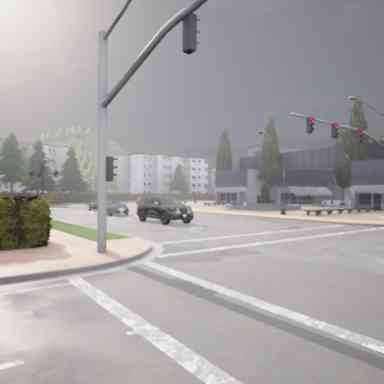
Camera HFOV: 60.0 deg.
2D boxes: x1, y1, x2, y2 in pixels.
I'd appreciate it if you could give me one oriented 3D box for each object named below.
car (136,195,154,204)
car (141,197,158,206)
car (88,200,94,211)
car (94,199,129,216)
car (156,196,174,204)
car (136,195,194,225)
[{"bbox_3d":[-9.544,1.525,67.885,2.097,1.767,4.553,0,0,15],"label":"car"},{"bbox_3d":[-7.451,1.701,58.887,2.033,1.411,5.357,0,0,3],"label":"car"},{"bbox_3d":[-12.129,1.644,42.426,1.994,1.385,4.181,0,0,-17],"label":"car"},{"bbox_3d":[-7.858,1.562,33.330,2.128,1.511,4.902,0,0,-31],"label":"car"},{"bbox_3d":[-5.529,1.673,69.350,1.882,1.535,5.008,0,0,20],"label":"car"},{"bbox_3d":[-2.173,1.291,25.161,2.150,2.045,5.566,0,0,-37],"label":"car"}]
